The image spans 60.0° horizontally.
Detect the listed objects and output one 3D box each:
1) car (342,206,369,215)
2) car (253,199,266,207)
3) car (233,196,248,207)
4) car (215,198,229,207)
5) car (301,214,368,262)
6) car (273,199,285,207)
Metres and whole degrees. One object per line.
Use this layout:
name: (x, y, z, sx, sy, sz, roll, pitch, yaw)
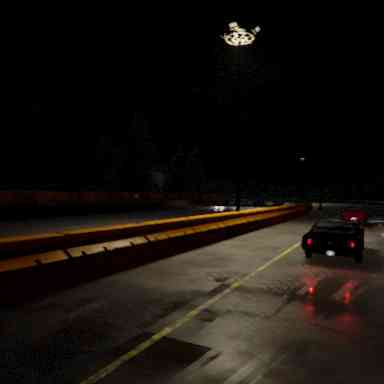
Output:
car: (13.076, 1.816, 26.658, 1.812, 1.442, 4.674, 0, 0, 28)
car: (12.163, 1.985, 60.032, 1.837, 1.490, 4.892, 1, 0, 19)
car: (9.119, 1.680, 61.874, 2.150, 2.045, 5.566, 1, 0, 18)
car: (5.695, 1.922, 62.734, 2.128, 1.511, 4.902, 0, 0, 18)
car: (5.632, 1.734, 12.884, 1.895, 1.301, 4.718, 0, 0, 29)
car: (15.571, 2.002, 59.206, 2.128, 1.511, 4.902, 0, 0, 18)
